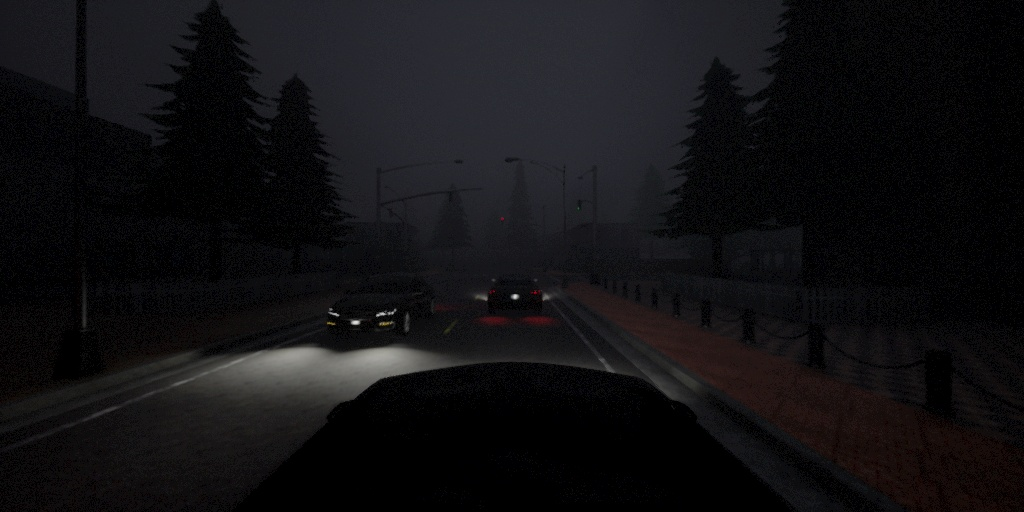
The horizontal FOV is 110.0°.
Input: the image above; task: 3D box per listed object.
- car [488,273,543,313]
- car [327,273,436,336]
[{"bbox_3d":[0.106,1.355,14.127,1.994,1.385,4.181,0,0,0],"label":"car"},{"bbox_3d":[-3.554,1.285,10.621,1.837,1.490,4.892,0,0,1],"label":"car"}]
